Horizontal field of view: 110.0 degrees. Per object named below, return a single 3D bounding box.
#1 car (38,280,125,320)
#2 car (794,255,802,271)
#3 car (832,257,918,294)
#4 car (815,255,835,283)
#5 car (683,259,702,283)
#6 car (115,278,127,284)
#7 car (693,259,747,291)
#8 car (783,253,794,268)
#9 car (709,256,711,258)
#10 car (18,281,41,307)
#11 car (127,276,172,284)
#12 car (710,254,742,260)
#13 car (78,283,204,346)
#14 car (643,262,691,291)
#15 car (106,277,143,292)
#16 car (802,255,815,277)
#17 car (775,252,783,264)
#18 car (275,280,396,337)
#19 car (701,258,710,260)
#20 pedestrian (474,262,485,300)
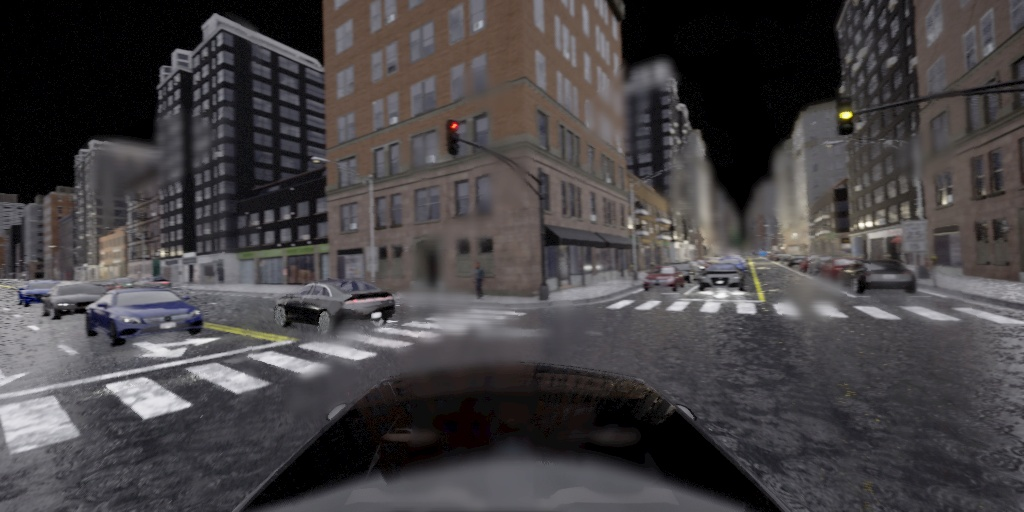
[{"bbox_3d":[-20.019,2.018,16.609,4.892,1.490,1.837,-2,-1,33],"label":"car"},{"bbox_3d":[24.881,0.624,29.486,1.888,1.381,4.507,0,0,33],"label":"car"},{"bbox_3d":[15.795,0.846,15.604,1.948,1.339,4.313,0,0,33],"label":"car"},{"bbox_3d":[18.824,0.758,20.232,1.888,1.381,4.507,0,0,33],"label":"car"},{"bbox_3d":[11.695,1.121,24.896,1.948,1.339,4.313,0,0,33],"label":"car"},{"bbox_3d":[-34.588,2.736,30.135,4.718,1.301,1.895,-2,-1,33],"label":"car"},{"bbox_3d":[11.266,1.069,19.236,1.994,1.385,4.181,-3,-1,33],"label":"car"},{"bbox_3d":[30.938,0.509,38.741,1.948,1.339,4.313,0,0,33],"label":"car"},{"bbox_3d":[17.751,0.966,34.148,1.888,1.381,4.507,0,0,33],"label":"car"},{"bbox_3d":[-30.502,2.394,23.406,5.008,1.535,1.882,-2,-1,33],"label":"car"},{"bbox_3d":[-32.969,2.625,32.882,4.902,1.511,2.128,-2,-1,33],"label":"car"},{"bbox_3d":[16.985,0.856,27.975,1.882,1.535,5.008,-3,-1,34],"label":"car"},{"bbox_3d":[-11.333,1.703,10.996,4.674,1.442,1.812,-2,-1,32],"label":"car"},{"bbox_3d":[8.667,1.204,20.270,1.802,1.307,4.207,0,0,33],"label":"car"},{"bbox_3d":[-41.435,3.016,38.313,4.181,1.385,1.994,-2,-1,33],"label":"car"},{"bbox_3d":[21.852,0.697,24.859,2.007,1.370,4.403,0,0,33],"label":"car"},{"bbox_3d":[36.995,0.357,47.996,2.007,1.370,4.403,0,0,33],"label":"car"},{"bbox_3d":[-5.714,1.512,11.374,4.902,1.511,2.128,-2,-1,36],"label":"car"},{"bbox_3d":[14.723,1.038,29.522,2.007,1.370,4.403,0,0,33],"label":"car"},{"bbox_3d":[-1.554,1.136,16.983,0.375,1.860,0.375,-3,-2,33],"label":"pedestrian"}]
